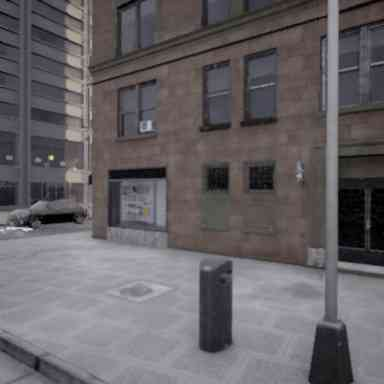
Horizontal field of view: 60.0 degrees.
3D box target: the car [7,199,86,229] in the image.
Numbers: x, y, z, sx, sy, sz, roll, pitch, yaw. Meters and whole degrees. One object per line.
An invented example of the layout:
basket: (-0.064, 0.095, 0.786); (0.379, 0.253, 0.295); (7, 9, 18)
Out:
car: (-9.072, 1.262, 20.981); (2.097, 1.767, 4.553); (0, 0, 36)
